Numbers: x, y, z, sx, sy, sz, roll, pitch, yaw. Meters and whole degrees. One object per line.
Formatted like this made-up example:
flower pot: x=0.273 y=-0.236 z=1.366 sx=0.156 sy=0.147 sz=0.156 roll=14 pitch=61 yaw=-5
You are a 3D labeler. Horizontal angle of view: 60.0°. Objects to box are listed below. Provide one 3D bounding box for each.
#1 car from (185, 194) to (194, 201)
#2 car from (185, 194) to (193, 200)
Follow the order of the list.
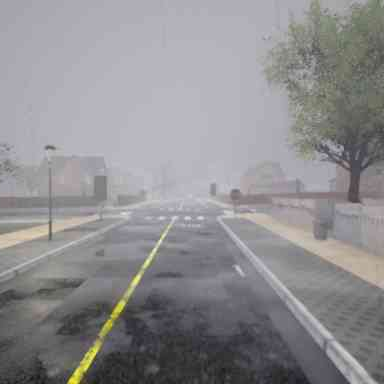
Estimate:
car: x=-0.578 y=1.332 z=76.820 sx=1.812 sy=1.442 sz=4.674 roll=0 pitch=0 yaw=-1
car: x=-0.744 y=1.244 z=86.845 sx=1.994 sy=1.385 sz=4.181 roll=0 pitch=0 yaw=-2
